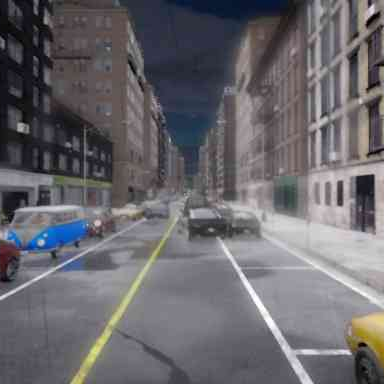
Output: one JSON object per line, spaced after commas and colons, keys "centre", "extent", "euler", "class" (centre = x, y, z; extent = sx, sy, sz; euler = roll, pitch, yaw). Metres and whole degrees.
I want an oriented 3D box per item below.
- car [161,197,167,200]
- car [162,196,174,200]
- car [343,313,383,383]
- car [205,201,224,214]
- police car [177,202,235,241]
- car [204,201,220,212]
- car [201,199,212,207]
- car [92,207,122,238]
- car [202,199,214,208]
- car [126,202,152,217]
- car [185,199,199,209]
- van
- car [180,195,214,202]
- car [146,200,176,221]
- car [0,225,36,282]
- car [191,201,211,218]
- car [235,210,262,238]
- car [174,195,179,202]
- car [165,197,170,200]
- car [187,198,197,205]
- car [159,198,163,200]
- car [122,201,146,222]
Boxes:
{"centre": [-5.382, 1.893, 50.631], "extent": [2.008, 1.369, 4.403], "euler": [0, 0, 0], "class": "car"}
{"centre": [-5.380, 1.757, 66.871], "extent": [2.192, 1.841, 5.009], "euler": [0, 0, 0], "class": "car"}
{"centre": [2.637, 1.541, 2.078], "extent": [1.752, 1.417, 4.829], "euler": [0, 0, 0], "class": "car"}
{"centre": [2.642, 1.837, 39.795], "extent": [1.947, 1.339, 4.313], "euler": [0, 0, 0], "class": "car"}
{"centre": [0.383, 1.547, 17.660], "extent": [1.930, 1.638, 5.238], "euler": [0, 0, -11], "class": "police car"}
{"centre": [2.643, 1.873, 45.208], "extent": [1.947, 1.339, 4.313], "euler": [0, 0, 0], "class": "car"}
{"centre": [2.645, 1.990, 61.446], "extent": [1.802, 1.307, 4.206], "euler": [0, 0, 0], "class": "car"}
{"centre": [-5.386, 1.565, 18.157], "extent": [1.967, 1.590, 4.097], "euler": [0, 0, 0], "class": "car"}
{"centre": [2.644, 1.902, 56.204], "extent": [1.752, 1.417, 4.829], "euler": [0, 0, 0], "class": "car"}
{"centre": [-5.384, 1.801, 34.393], "extent": [1.947, 1.339, 4.313], "euler": [0, 0, 0], "class": "car"}
{"centre": [0.006, 1.903, 52.879], "extent": [2.033, 1.411, 5.357], "euler": [0, 0, 0], "class": "car"}
{"centre": [-5.387, 1.430, 12.745], "extent": [1.690, 1.788, 3.998], "euler": [0, 0, 0], "class": "van"}
{"centre": [0.485, 1.412, 27.746], "extent": [2.150, 2.045, 5.566], "euler": [0, 0, 2], "class": "car"}
{"centre": [-2.846, 1.748, 29.400], "extent": [2.033, 1.411, 5.357], "euler": [0, 0, 0], "class": "car"}
{"centre": [-5.388, 1.634, 7.331], "extent": [1.802, 1.307, 4.206], "euler": [0, 0, 0], "class": "car"}
{"centre": [0.829, 1.708, 33.675], "extent": [1.882, 1.535, 5.008], "euler": [0, 0, 0], "class": "car"}
{"centre": [2.639, 1.676, 18.146], "extent": [2.008, 1.369, 4.403], "euler": [0, 0, 0], "class": "car"}
{"centre": [-5.376, 2.154, 93.332], "extent": [2.008, 1.369, 4.403], "euler": [0, 0, 0], "class": "car"}
{"centre": [-5.381, 1.926, 56.044], "extent": [2.008, 1.369, 4.403], "euler": [0, 0, 0], "class": "car"}
{"centre": [0.008, 1.924, 68.219], "extent": [1.812, 1.442, 4.674], "euler": [0, 0, 0], "class": "car"}
{"centre": [-5.383, 1.889, 45.218], "extent": [1.802, 1.307, 4.206], "euler": [0, 0, 0], "class": "car"}
{"centre": [-5.385, 1.723, 28.811], "extent": [1.752, 1.417, 4.829], "euler": [0, 0, 0], "class": "car"}
